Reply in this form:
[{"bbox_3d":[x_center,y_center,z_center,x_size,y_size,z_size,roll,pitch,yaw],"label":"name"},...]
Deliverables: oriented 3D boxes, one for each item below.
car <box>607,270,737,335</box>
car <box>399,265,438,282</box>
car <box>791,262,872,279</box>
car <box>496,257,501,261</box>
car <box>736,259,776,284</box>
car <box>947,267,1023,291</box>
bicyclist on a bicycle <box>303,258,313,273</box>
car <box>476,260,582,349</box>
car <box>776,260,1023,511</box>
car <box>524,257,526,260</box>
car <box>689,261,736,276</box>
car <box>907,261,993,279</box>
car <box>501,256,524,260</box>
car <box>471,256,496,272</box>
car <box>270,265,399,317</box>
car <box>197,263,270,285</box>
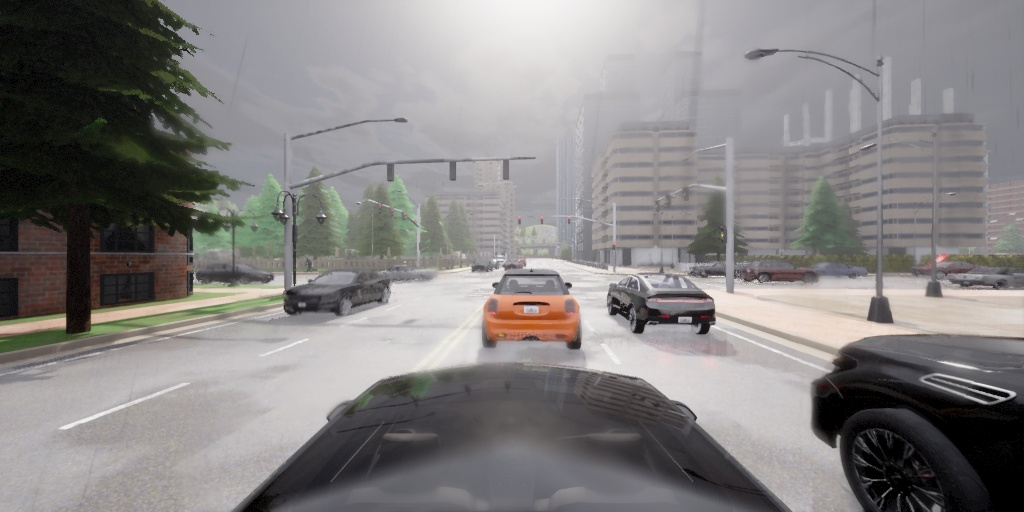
[{"bbox_3d":[4.092,1.241,10.578,2.128,1.511,4.902,0,0,4],"label":"car"},{"bbox_3d":[-8.221,1.351,27.977,4.718,1.301,1.895,0,0,4],"label":"car"},{"bbox_3d":[28.849,1.297,32.526,5.357,1.411,2.033,0,0,4],"label":"car"},{"bbox_3d":[-3.026,1.241,54.785,2.128,1.511,4.902,0,0,4],"label":"car"},{"bbox_3d":[19.352,1.102,25.991,4.553,1.767,2.097,0,0,4],"label":"car"},{"bbox_3d":[29.956,1.351,21.717,4.718,1.301,1.895,0,0,4],"label":"car"},{"bbox_3d":[-22.760,1.051,40.035,0.582,1.620,1.656,0,0,4],"label":"bicyclist on a bicycle"},{"bbox_3d":[0.517,1.102,9.350,2.097,1.767,4.553,0,0,3],"label":"car"},{"bbox_3d":[3.708,0.971,0.741,2.150,2.045,5.566,0,0,0],"label":"car"},{"bbox_3d":[0.779,1.314,58.634,1.994,1.385,4.181,0,0,5],"label":"car"},{"bbox_3d":[19.001,1.241,33.236,4.902,1.511,2.128,0,0,4],"label":"car"},{"bbox_3d":[38.752,1.228,31.805,5.008,1.535,1.882,0,0,4],"label":"car"},{"bbox_3d":[0.134,1.102,50.038,2.097,1.767,4.553,0,0,4],"label":"car"},{"bbox_3d":[-3.761,1.102,45.866,2.097,1.767,4.553,0,0,6],"label":"car"},{"bbox_3d":[-6.272,1.227,13.507,1.882,1.535,5.008,0,0,4],"label":"car"},{"bbox_3d":[-19.410,1.255,25.278,4.892,1.490,1.837,0,0,4],"label":"car"}]
